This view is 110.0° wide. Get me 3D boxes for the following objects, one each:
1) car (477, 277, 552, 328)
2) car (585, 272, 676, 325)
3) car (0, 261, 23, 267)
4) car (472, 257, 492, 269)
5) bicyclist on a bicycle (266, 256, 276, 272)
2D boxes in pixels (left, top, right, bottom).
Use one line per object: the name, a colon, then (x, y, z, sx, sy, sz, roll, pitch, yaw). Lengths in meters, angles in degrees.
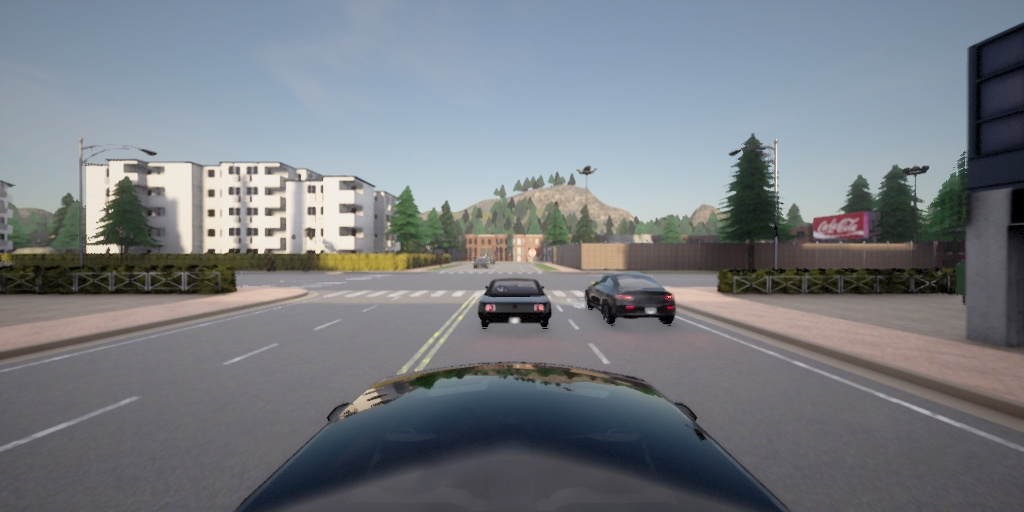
car: (0.082, 1.303, 11.119, 1.895, 1.301, 4.718, 0, 0, 0)
car: (3.605, 1.226, 11.504, 1.812, 1.442, 4.674, 0, 0, 1)
car: (-38.391, 1.115, 26.586, 4.902, 1.511, 2.128, 0, 0, 0)
car: (-4.196, 0.999, 48.723, 1.837, 1.490, 4.892, 0, 0, 0)
bicyclist on a bicycle: (-25.254, 0.868, 37.600, 0.582, 1.620, 1.656, 0, 1, 0)
